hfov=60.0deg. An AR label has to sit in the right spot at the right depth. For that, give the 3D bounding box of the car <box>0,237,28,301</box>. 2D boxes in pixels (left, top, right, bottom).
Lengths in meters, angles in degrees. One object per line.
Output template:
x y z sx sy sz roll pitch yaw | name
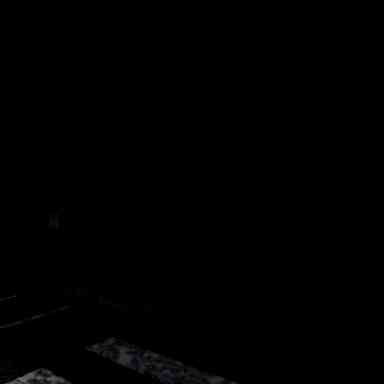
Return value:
-5.411 1.479 7.112 4.892 1.521 2.231 0 0 36 | car
